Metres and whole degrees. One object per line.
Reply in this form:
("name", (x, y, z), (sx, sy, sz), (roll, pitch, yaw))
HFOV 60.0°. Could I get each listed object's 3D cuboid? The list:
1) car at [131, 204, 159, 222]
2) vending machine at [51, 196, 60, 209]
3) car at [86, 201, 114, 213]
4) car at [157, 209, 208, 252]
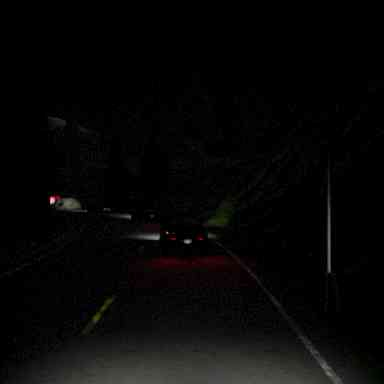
("car", (-4.155, 1.769, 29.417), (2.128, 1.511, 4.902), (0, 0, -22))
("vending machine", (-21.961, 1.695, 53.427), (0.880, 2.100, 1.100), (0, -1, 19))
("car", (-11.824, 1.892, 42.722), (2.128, 1.511, 4.902), (1, -1, -43))
("car", (-0.452, 1.663, 14.550), (1.812, 1.442, 4.674), (0, 0, -7))
